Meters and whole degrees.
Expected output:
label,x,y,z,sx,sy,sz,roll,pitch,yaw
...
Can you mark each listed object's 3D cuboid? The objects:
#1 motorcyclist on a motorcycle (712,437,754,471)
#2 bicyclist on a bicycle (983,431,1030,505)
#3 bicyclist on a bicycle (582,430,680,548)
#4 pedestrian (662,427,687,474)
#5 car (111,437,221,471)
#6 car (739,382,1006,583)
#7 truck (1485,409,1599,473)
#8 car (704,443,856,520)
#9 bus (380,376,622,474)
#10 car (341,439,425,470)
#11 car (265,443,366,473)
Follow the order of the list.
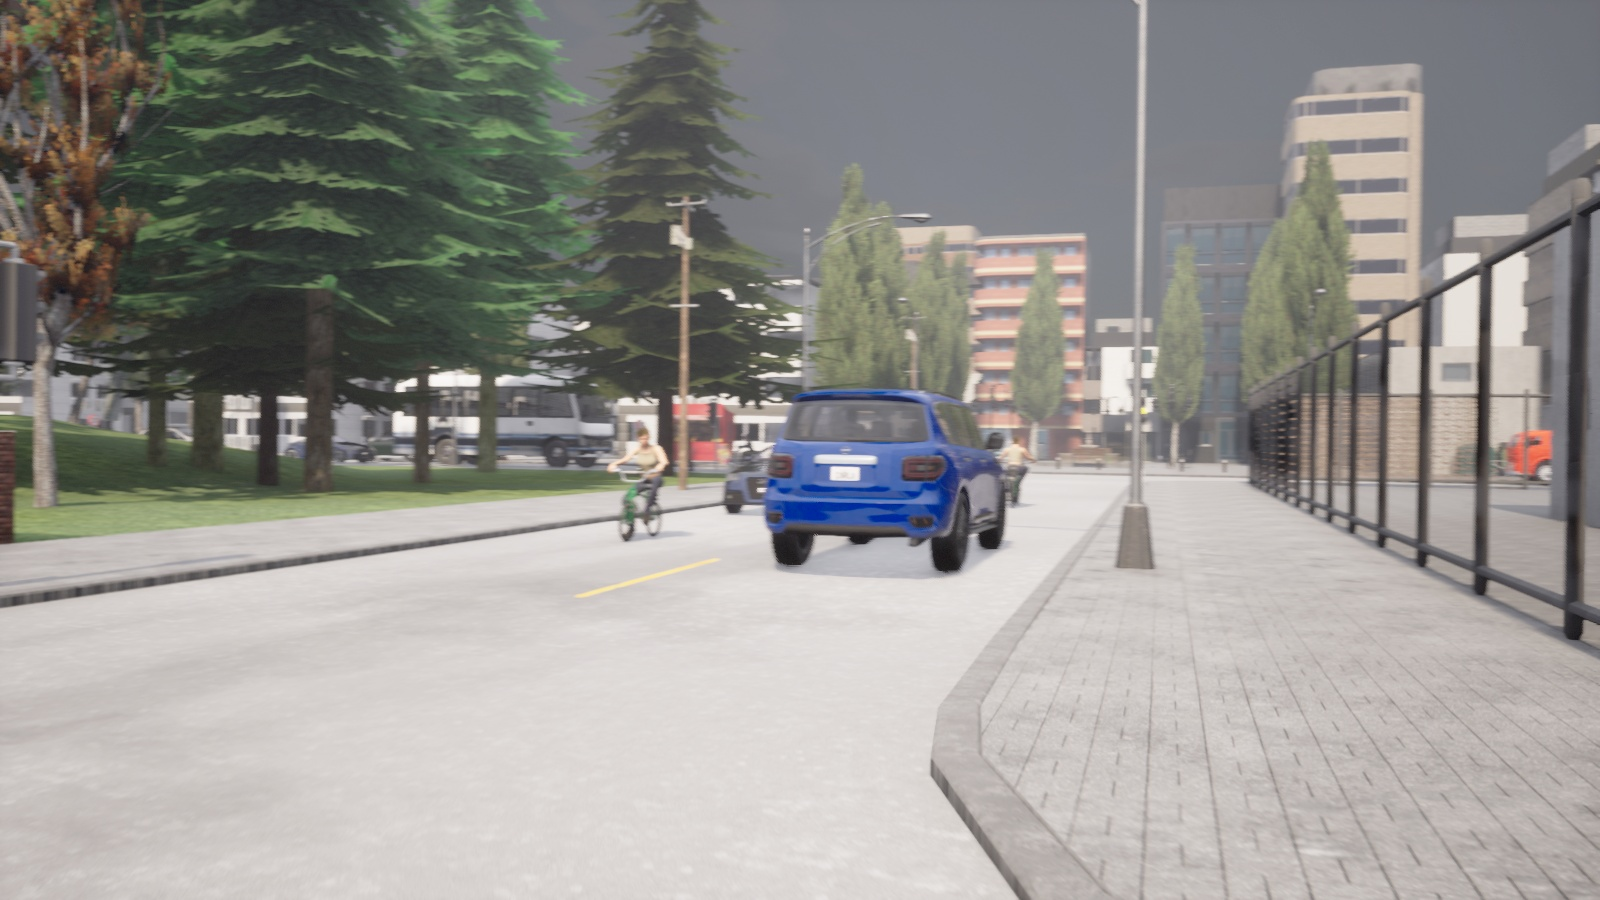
label,x,y,z,sx,sy,sz,roll,pitch,yaw
motorcyclist on a motorcycle,-3.148,0.173,59.170,1.817,1.590,0.866,0,1,16
bicyclist on a bicycle,4.638,0.393,28.191,0.866,1.612,1.509,0,1,16
bicyclist on a bicycle,-2.388,0.523,17.924,0.866,1.612,1.509,0,1,15
pedestrian,-4.994,0.022,49.964,0.849,1.883,0.563,0,1,13
car,-31.782,0.183,63.026,4.611,1.667,2.242,0,1,16
car,1.159,0.305,15.754,2.150,2.045,5.566,0,1,16
truck,30.413,-0.363,49.834,5.204,2.467,2.627,0,1,15
car,-0.294,0.572,25.402,1.994,1.385,4.181,0,1,15
bus,-13.798,-1.089,58.036,10.273,4.253,3.944,0,1,17
car,-21.307,0.249,64.247,3.705,1.549,1.789,0,1,16
car,-23.392,0.379,60.670,4.181,1.385,1.994,0,1,15
